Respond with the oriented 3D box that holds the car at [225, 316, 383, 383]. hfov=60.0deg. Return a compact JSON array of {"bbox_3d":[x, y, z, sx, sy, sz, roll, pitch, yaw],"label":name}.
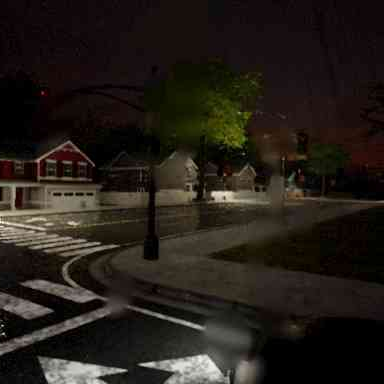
[{"bbox_3d":[2.490,1.511,1.909,4.892,1.490,1.837,0,0,35],"label":"car"}]
